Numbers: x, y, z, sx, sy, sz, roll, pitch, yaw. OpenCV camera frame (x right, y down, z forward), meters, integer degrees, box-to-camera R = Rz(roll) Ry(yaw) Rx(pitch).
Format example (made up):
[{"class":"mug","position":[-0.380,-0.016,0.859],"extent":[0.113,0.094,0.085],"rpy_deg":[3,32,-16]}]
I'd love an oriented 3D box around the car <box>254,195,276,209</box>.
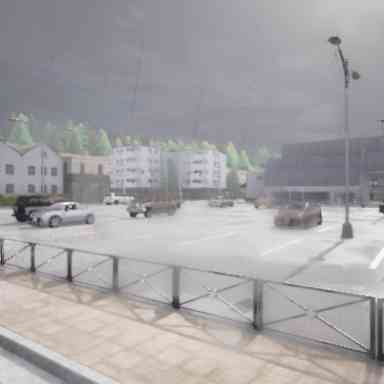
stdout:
[{"class":"car","position":[9.308,1.197,40.297],"extent":[2.152,1.636,5.027],"rpy_deg":[0,0,35]}]

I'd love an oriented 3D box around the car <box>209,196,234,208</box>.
[{"class":"car","position":[3.875,1.295,43.727],"extent":[1.970,1.475,3.806],"rpy_deg":[0,0,35]}]

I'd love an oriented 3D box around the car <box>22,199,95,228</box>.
[{"class":"car","position":[-8.117,1.415,20.936],"extent":[1.970,1.475,3.806],"rpy_deg":[0,0,35]}]

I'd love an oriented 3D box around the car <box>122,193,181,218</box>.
[{"class":"car","position":[-3.267,1.151,27.891],"extent":[1.932,1.855,4.605],"rpy_deg":[0,0,35]}]

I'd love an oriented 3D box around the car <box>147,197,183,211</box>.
[{"class":"car","position":[-3.178,1.371,40.072],"extent":[2.007,1.523,4.514],"rpy_deg":[0,0,35]}]

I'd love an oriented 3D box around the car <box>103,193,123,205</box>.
[{"class":"car","position":[-11.908,1.148,54.432],"extent":[2.150,2.045,5.566],"rpy_deg":[0,0,35]}]

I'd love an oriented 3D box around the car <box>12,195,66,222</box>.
[{"class":"car","position":[-10.484,1.140,23.350],"extent":[1.905,1.878,3.866],"rpy_deg":[0,0,35]}]

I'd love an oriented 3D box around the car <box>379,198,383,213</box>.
[{"class":"car","position":[19.769,1.083,32.932],"extent":[1.905,1.878,3.866],"rpy_deg":[0,0,35]}]

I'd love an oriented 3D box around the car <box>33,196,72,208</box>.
[{"class":"car","position":[-20.278,1.415,48.667],"extent":[1.882,1.535,5.008],"rpy_deg":[0,0,35]}]

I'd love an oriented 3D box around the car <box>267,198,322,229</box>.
[{"class":"car","position":[6.509,1.315,20.137],"extent":[2.007,1.523,4.514],"rpy_deg":[0,0,35]}]
